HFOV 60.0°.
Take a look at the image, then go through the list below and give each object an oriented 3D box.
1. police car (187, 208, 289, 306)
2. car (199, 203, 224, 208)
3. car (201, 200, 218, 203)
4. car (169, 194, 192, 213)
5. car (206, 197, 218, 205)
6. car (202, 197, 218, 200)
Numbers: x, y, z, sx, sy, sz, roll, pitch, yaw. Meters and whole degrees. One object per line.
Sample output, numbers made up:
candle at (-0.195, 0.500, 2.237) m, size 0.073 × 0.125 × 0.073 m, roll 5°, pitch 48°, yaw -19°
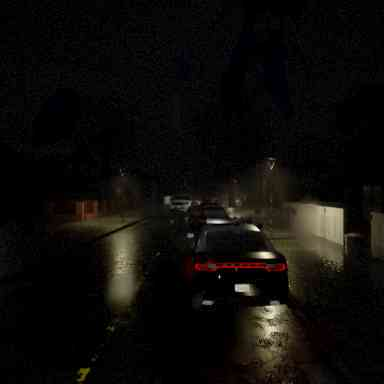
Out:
police car at (0.896, 1.426, 8.228) m, size 1.930 × 1.638 × 5.238 m, roll 0°, pitch 0°, yaw 1°
car at (1.166, 1.529, 18.071) m, size 1.812 × 1.442 × 4.674 m, roll 0°, pitch 0°, yaw 2°
car at (1.424, 1.531, 24.040) m, size 1.812 × 1.442 × 4.674 m, roll 0°, pitch 0°, yaw 3°
car at (-1.210, 1.239, 38.265) m, size 2.150 × 2.045 × 5.566 m, roll 0°, pitch 0°, yaw 4°
car at (3.758, 1.638, 61.045) m, size 1.895 × 1.301 × 4.718 m, roll 0°, pitch 0°, yaw 7°
car at (2.190, 1.513, 45.887) m, size 2.128 × 1.511 × 4.902 m, roll 0°, pitch 0°, yaw 6°
